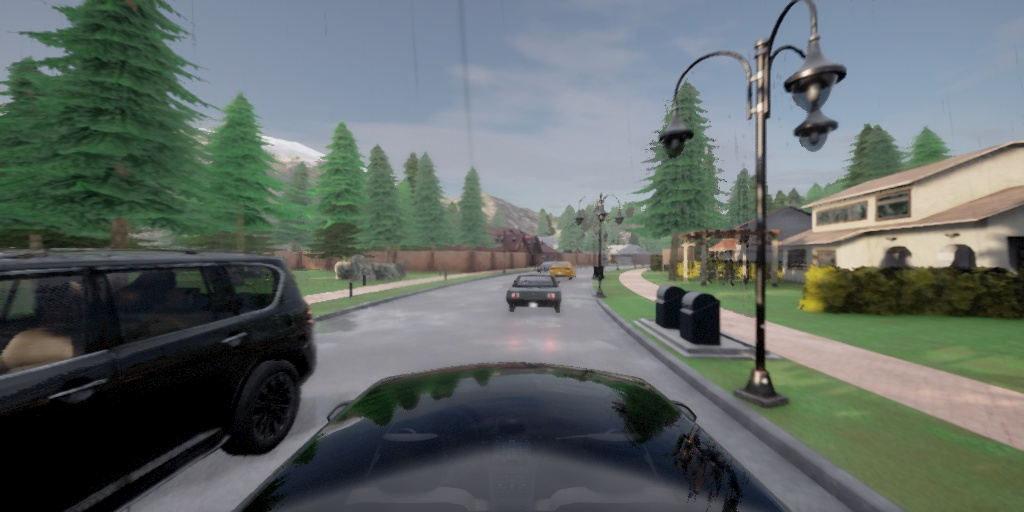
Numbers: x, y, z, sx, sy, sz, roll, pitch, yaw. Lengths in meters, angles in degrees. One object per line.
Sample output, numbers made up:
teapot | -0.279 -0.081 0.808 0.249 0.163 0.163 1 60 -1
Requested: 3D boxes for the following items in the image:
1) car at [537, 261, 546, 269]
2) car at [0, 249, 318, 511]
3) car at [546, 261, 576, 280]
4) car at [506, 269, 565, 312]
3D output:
car | 4.409 1.303 42.774 1.812 1.442 4.674 0 0 22
car | -3.507 0.958 2.174 2.150 2.045 5.566 0 0 1
car | 4.593 1.253 31.876 1.882 1.535 5.008 0 0 16
car | 0.985 1.358 14.221 1.895 1.301 4.718 0 0 7
